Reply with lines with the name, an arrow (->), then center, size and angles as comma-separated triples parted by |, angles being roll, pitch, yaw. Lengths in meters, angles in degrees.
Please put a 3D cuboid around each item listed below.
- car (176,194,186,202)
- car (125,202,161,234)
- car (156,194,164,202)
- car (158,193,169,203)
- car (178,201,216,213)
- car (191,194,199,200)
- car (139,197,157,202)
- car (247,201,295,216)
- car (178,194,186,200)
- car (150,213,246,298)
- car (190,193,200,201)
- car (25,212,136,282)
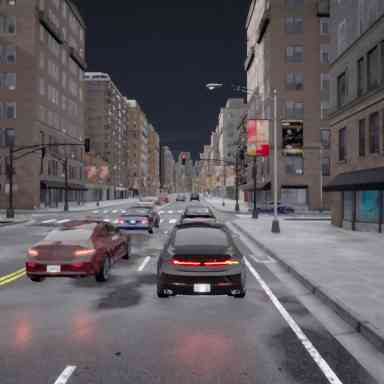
car -> -2.620, 1.492, 75.696 | 1.994, 1.385, 4.181 | 0, 0, 0
car -> -2.958, 1.545, 19.203 | 2.033, 1.411, 5.357 | 0, 0, 0
car -> -6.124, 1.497, 54.145 | 1.812, 1.442, 4.674 | 0, 0, 1
car -> -5.949, 1.177, 67.379 | 2.150, 2.045, 5.566 | 0, 0, 1
car -> 0.291, 1.490, 17.896 | 2.128, 1.511, 4.902 | 0, 0, -1
car -> 0.708, 1.244, 85.673 | 1.882, 1.535, 5.008 | 0, 0, 0
car -> -6.211, 1.581, 44.134 | 1.895, 1.301, 4.718 | 0, 0, 0
car -> 7.919, 1.590, 33.487 | 4.674, 1.442, 1.812 | 0, -1, 4
car -> -2.542, 1.244, 85.699 | 1.882, 1.535, 5.008 | 0, 0, 0
car -> 0.205, 1.506, 8.500 | 1.837, 1.490, 4.892 | 0, 0, 0
car -> 0.627, 1.164, 75.283 | 2.150, 2.045, 5.566 | 0, 0, 0
car -> -3.026, 1.526, 9.636 | 1.812, 1.442, 4.674 | 0, 0, 1
